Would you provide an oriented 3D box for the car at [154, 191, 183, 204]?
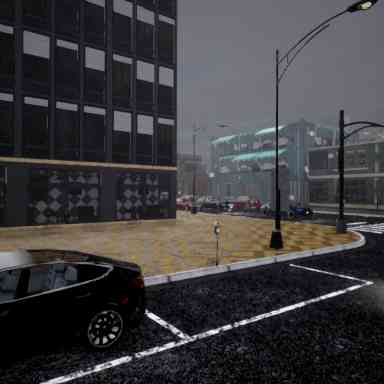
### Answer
[{"bbox_3d":[-3.794,0.794,52.085,2.192,1.841,5.009,1,0,-36],"label":"car"}]

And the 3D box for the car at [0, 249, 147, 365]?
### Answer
[{"bbox_3d":[-2.715,1.566,4.618,4.313,1.339,1.947,0,0,-35],"label":"car"}]

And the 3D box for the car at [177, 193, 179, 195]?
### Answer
[{"bbox_3d":[-3.099,1.131,41.329,1.994,1.385,4.181,0,1,-36],"label":"car"}]

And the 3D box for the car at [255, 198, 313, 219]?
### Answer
[{"bbox_3d":[7.561,1.355,26.762,1.994,1.385,4.181,0,1,-36],"label":"car"}]

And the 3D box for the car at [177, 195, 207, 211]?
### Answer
[{"bbox_3d":[-0.728,1.231,33.712,1.802,1.307,4.206,1,0,-36],"label":"car"}]

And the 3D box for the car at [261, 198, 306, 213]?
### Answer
[{"bbox_3d":[9.311,1.340,34.189,1.802,1.307,4.206,1,0,-36],"label":"car"}]

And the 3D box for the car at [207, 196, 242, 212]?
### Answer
[{"bbox_3d":[2.324,1.173,33.918,2.128,1.511,4.902,0,1,-36],"label":"car"}]

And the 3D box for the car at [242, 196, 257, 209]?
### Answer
[{"bbox_3d":[6.035,1.130,38.665,1.967,1.590,4.097,1,0,-36],"label":"car"}]
